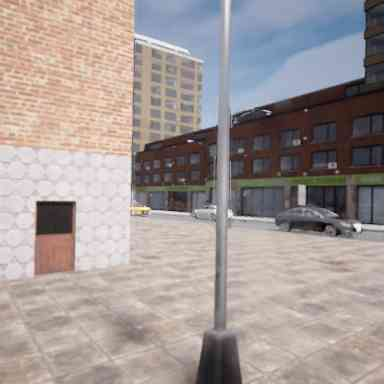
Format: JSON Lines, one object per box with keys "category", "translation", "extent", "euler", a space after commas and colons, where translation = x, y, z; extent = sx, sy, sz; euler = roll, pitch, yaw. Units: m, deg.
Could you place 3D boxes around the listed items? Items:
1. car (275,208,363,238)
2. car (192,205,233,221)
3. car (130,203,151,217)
{"category": "car", "translation": [6.907, 1.635, 18.623], "extent": [2.128, 1.511, 4.902], "euler": [2, -1, -36]}
{"category": "car", "translation": [1.863, 1.910, 30.833], "extent": [1.812, 1.442, 4.674], "euler": [2, -2, -35]}
{"category": "car", "translation": [-6.363, 1.956, 37.359], "extent": [1.882, 1.535, 5.008], "euler": [2, -2, -35]}
